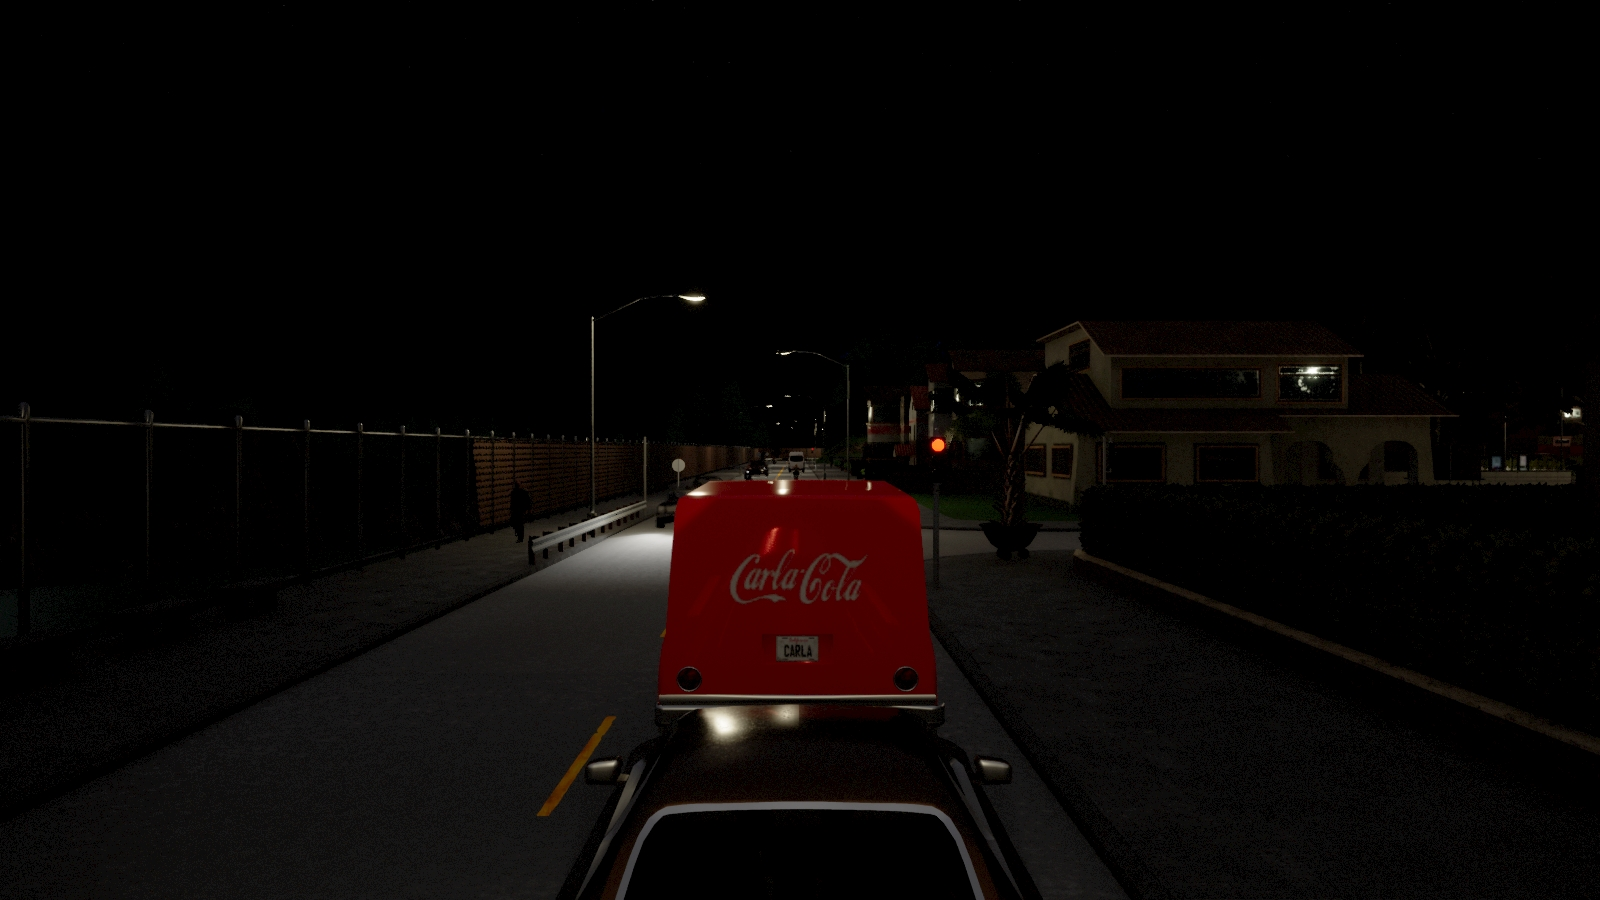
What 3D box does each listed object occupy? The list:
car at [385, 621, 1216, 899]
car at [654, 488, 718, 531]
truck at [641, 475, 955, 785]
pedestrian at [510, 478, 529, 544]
[{"bbox_3d":[-0.006,1.989,5.238,2.152,1.651,5.027,0,0,0],"label":"car"},{"bbox_3d":[-4.119,2.140,41.977,1.895,1.301,4.718,0,0,0],"label":"car"},{"bbox_3d":[-0.025,1.564,12.158,2.627,2.467,5.204,0,0,0],"label":"truck"},{"bbox_3d":[-8.038,1.733,32.741,0.375,1.860,0.375,0,0,16],"label":"pedestrian"}]
